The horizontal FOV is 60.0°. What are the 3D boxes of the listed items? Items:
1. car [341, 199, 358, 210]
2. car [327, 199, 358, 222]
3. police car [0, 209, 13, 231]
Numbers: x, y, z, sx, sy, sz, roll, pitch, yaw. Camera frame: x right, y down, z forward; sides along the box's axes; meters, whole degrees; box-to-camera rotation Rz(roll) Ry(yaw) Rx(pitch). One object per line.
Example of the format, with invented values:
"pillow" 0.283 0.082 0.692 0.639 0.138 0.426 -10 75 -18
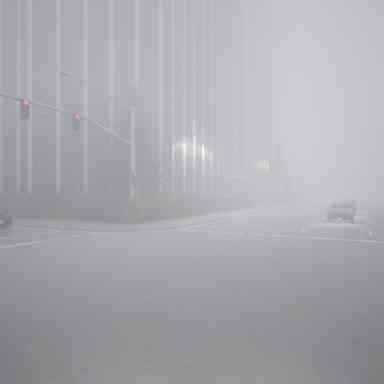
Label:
"car" 20.985 1.600 44.325 1.895 1.301 4.718 0 0 27
"car" 11.890 1.547 26.443 2.033 1.411 5.357 0 0 27
"police car" -12.671 1.425 19.289 5.238 1.638 1.930 0 0 28
